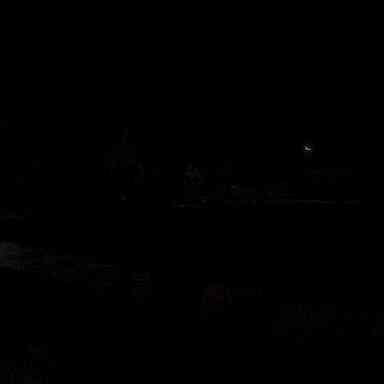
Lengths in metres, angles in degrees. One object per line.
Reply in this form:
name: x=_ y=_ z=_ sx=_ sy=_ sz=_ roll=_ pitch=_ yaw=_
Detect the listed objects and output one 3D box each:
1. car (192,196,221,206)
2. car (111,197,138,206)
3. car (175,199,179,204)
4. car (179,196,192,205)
car: x=2.624 y=1.427 z=52.612 sx=1.882 sy=1.535 sz=5.008 roll=0 pitch=0 yaw=37
car: x=-10.599 y=1.458 z=52.352 sx=1.812 sy=1.442 sz=4.674 roll=0 pitch=0 yaw=36
car: x=-0.751 y=1.485 z=59.792 sx=2.033 sy=1.411 sz=5.357 roll=0 pitch=0 yaw=37
car: x=0.662 y=1.436 z=55.838 sx=2.128 sy=1.511 sz=4.902 roll=0 pitch=0 yaw=37
